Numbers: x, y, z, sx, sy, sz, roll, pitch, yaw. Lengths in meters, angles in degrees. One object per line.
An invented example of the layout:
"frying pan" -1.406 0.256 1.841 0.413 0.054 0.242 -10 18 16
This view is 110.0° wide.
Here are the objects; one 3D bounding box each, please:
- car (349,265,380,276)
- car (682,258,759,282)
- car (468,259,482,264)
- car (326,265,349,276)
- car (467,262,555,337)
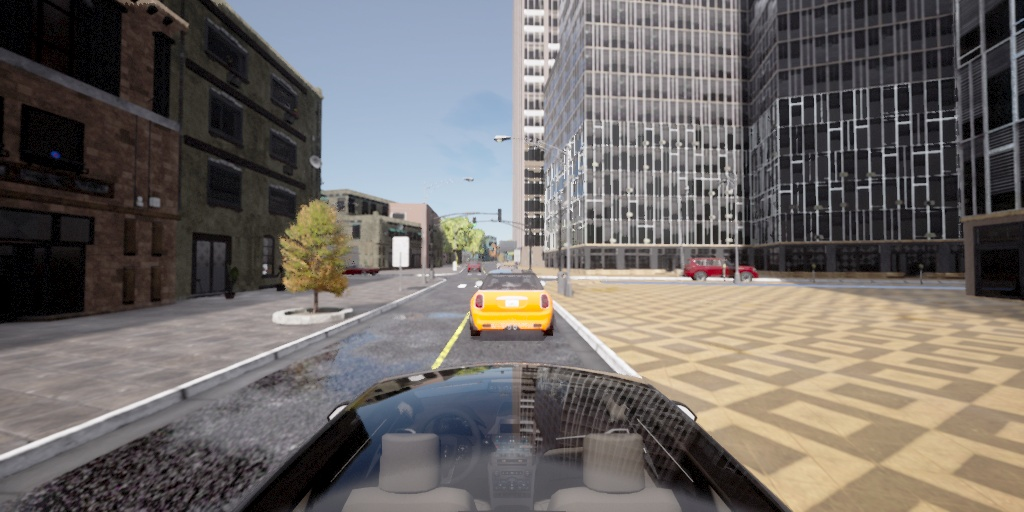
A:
"car" -17.543 1.624 40.818 4.718 1.301 1.895 0 -1 18
"car" 15.725 1.094 27.345 5.009 1.841 2.192 0 0 18
"car" -5.516 1.549 52.435 1.882 1.535 5.008 0 0 -6
"car" -20.614 1.547 39.203 4.313 1.339 1.948 0 0 18
"car" -0.031 1.159 10.640 2.097 1.767 4.553 0 0 -1
